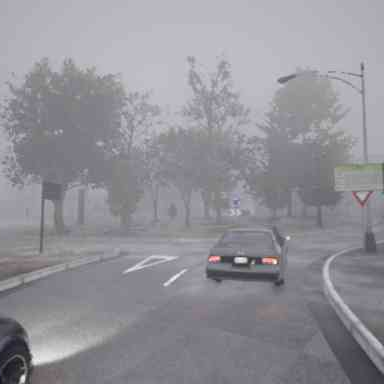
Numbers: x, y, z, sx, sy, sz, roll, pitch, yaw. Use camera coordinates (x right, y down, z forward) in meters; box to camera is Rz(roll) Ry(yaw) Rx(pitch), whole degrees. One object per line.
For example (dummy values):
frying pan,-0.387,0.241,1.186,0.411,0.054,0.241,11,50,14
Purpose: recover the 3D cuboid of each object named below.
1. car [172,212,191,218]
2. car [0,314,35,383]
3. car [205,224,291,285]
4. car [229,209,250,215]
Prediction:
car,-3.598,6.826,93.691,4.892,1.521,2.231,0,-5,-11
car,-2.821,1.574,2.121,1.994,1.385,4.181,0,0,1
car,1.829,1.660,9.782,2.033,1.411,5.357,-1,-3,17
car,9.676,4.214,67.496,1.837,1.490,4.892,3,-6,-37
